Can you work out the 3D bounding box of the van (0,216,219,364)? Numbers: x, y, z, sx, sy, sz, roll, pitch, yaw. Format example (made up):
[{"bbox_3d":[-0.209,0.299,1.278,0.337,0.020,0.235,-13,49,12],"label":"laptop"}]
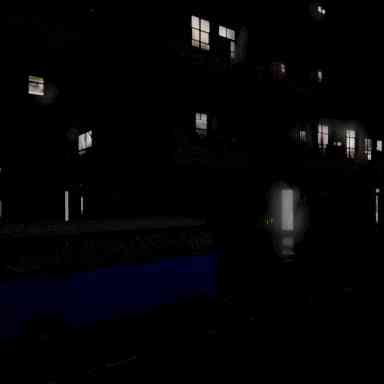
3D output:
[{"bbox_3d":[-1.416,1.341,5.555,3.998,1.788,1.690,0,0,-35],"label":"van"}]
